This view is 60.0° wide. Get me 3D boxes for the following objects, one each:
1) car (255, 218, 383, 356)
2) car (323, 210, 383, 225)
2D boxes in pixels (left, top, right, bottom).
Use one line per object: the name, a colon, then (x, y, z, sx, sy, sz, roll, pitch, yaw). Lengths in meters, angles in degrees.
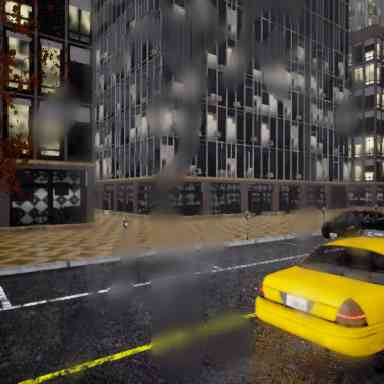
car: (3.495, 1.457, 5.929, 5.366, 1.575, 1.801, 0, 0, -35)
car: (8.140, 1.563, 16.226, 4.313, 1.339, 1.947, 0, 0, -36)
